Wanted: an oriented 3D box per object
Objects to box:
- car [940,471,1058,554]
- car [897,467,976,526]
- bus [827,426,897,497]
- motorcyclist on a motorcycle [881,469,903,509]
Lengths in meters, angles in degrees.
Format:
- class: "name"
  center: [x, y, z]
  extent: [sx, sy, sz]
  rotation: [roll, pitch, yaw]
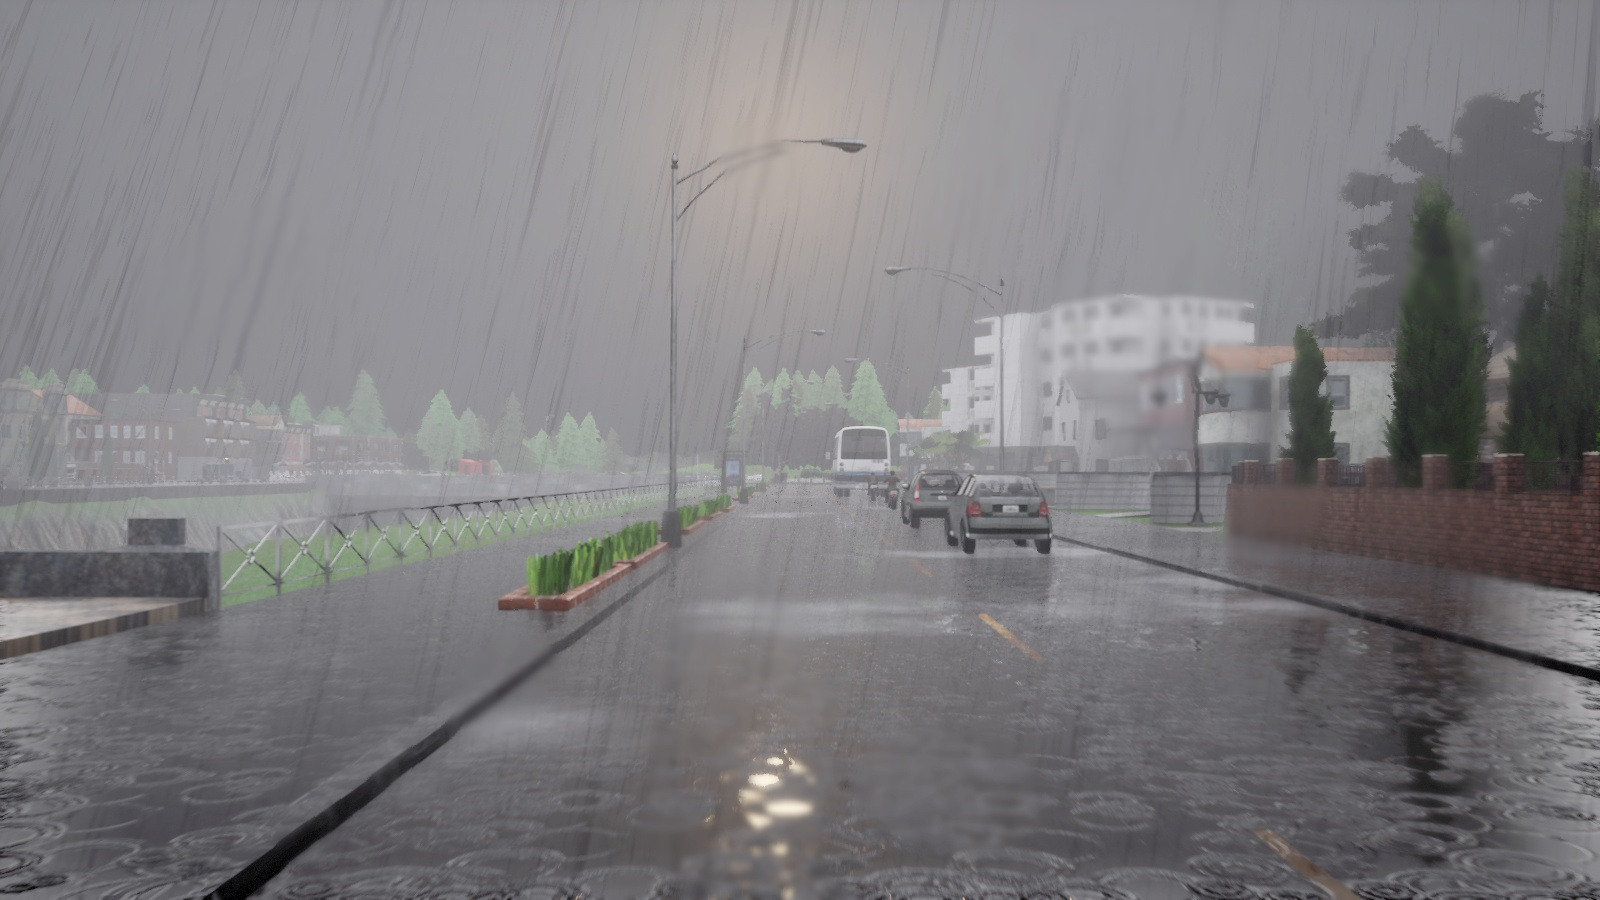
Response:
- class: "car"
  center: [3.940, 1.203, 25.432]
  extent: [1.789, 1.549, 3.705]
  rotation: [0, -1, 0]
- class: "car"
  center: [3.914, 1.308, 36.504]
  extent: [1.851, 1.617, 3.988]
  rotation: [0, -1, 0]
- class: "bus"
  center: [3.806, 0.770, 80.458]
  extent: [3.944, 4.253, 10.273]
  rotation: [0, -1, 0]
- class: "motorcyclist on a motorcycle"
  center: [3.876, 1.636, 52.957]
  extent: [0.766, 1.649, 2.350]
  rotation: [0, -1, 0]
